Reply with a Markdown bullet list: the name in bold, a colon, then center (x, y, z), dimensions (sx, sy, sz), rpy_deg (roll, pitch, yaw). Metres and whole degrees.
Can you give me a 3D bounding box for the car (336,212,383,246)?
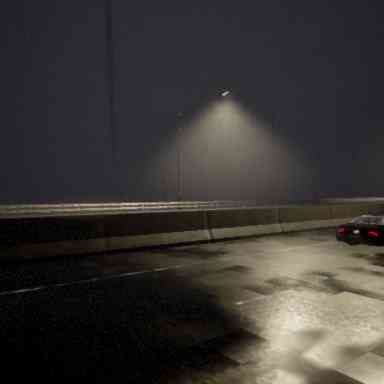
- **car**: center (8.269, 1.561, 14.067), dimensions (5.357, 1.411, 2.033), rpy_deg (0, 0, -35)
